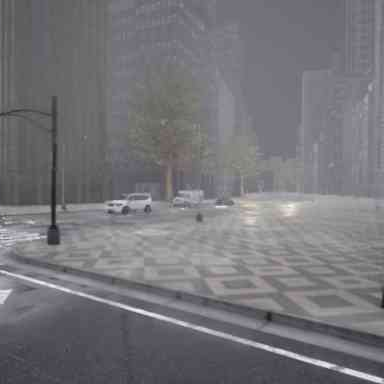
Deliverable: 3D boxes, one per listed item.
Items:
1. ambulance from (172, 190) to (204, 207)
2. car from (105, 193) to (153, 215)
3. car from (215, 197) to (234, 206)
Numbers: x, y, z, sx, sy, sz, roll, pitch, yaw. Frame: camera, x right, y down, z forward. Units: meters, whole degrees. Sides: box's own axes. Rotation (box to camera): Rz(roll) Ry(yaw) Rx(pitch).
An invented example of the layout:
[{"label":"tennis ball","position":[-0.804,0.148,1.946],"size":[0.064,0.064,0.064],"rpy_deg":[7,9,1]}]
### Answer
[{"label":"ambulance","position":[-0.549,0.949,49.803],"size":[2.351,2.431,6.366],"rpy_deg":[1,0,29]},{"label":"car","position":[-6.251,1.182,33.773],"size":[2.150,2.045,5.566],"rpy_deg":[1,1,32]},{"label":"car","position":[5.260,1.520,53.894],"size":[1.994,1.385,4.181],"rpy_deg":[1,0,28]}]
